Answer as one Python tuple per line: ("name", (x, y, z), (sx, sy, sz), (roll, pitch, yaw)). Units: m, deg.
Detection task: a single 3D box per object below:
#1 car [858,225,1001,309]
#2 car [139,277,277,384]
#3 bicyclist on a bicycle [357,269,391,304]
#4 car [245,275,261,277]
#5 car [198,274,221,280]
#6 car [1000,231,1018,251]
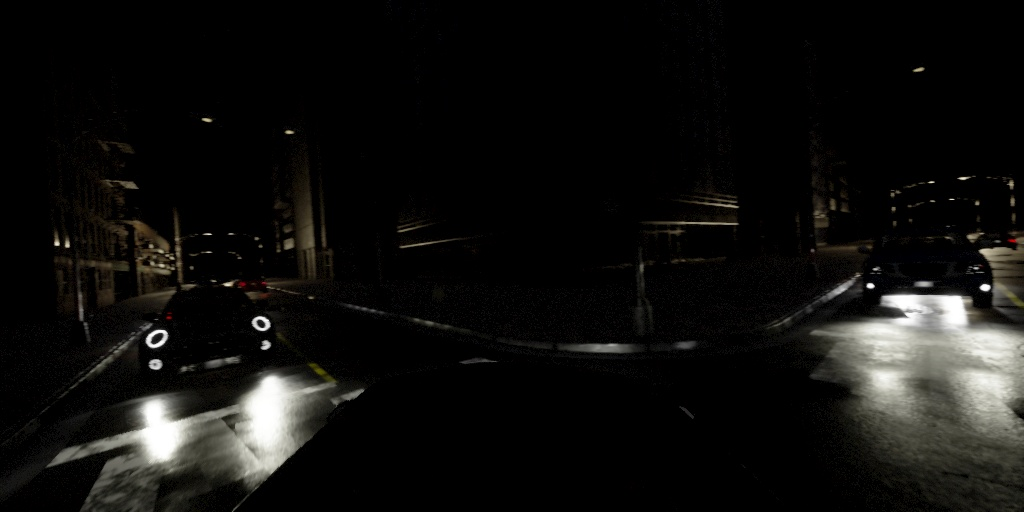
("car", (11.803, 0.180, 10.391), (5.566, 2.045, 2.150), (-4, 0, -42))
("car", (-7.131, 1.545, 8.492), (2.097, 1.767, 4.553), (-4, 0, -41))
("bicyclist on a bicycle", (-6.744, 1.456, 17.474), (1.656, 1.620, 0.582), (-3, -1, -40))
("car", (-25.113, 2.677, 34.609), (2.097, 1.767, 4.553), (-4, 0, -40))
("car", (-30.154, 2.868, 35.840), (2.150, 2.045, 5.566), (-4, 0, -40))
("car", (36.012, -1.105, 26.813), (5.357, 1.411, 2.033), (-4, 0, -40))
